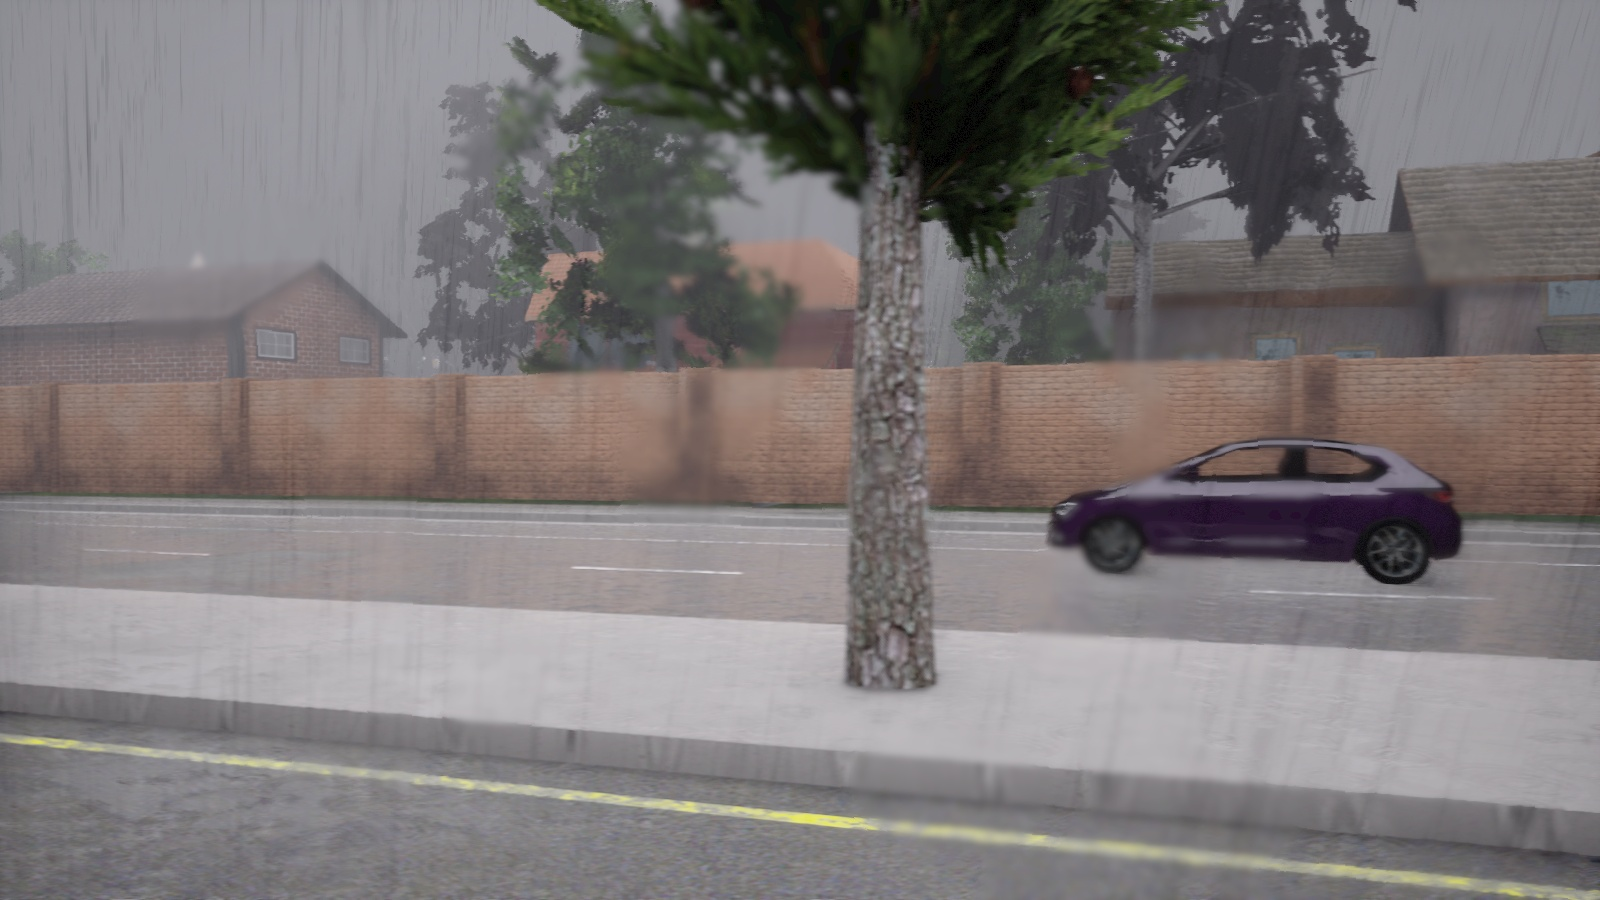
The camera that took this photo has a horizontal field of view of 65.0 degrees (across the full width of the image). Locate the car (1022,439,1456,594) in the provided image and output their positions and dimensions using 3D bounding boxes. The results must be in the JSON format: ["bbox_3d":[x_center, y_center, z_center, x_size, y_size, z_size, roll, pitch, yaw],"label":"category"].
[{"bbox_3d":[4.681,0.638,13.751,4.193,1.474,1.816,1,1,19],"label":"car"}]
